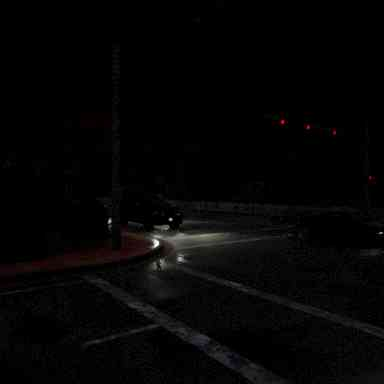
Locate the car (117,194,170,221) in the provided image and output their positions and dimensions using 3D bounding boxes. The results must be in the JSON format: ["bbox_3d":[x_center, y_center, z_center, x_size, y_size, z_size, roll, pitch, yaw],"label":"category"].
[{"bbox_3d":[-4.322,1.221,28.995,2.150,2.045,5.566,0,0,-37],"label":"car"}]

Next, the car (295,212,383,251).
[{"bbox_3d":[6.600,1.564,14.341,1.994,1.385,4.181,0,0,-36],"label":"car"}]

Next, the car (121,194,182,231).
[{"bbox_3d":[-2.883,1.221,21.260,2.150,2.045,5.566,0,0,-37],"label":"car"}]

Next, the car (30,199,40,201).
[{"bbox_3d":[-22.383,1.601,47.308,1.895,1.301,4.718,0,0,-36],"label":"car"}]

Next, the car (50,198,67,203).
[{"bbox_3d":[-19.877,1.548,49.806,2.033,1.411,5.357,0,0,-37],"label":"car"}]

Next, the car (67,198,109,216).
[{"bbox_3d":[-9.143,1.354,29.585,2.097,1.767,4.553,0,0,-37],"label":"car"}]
